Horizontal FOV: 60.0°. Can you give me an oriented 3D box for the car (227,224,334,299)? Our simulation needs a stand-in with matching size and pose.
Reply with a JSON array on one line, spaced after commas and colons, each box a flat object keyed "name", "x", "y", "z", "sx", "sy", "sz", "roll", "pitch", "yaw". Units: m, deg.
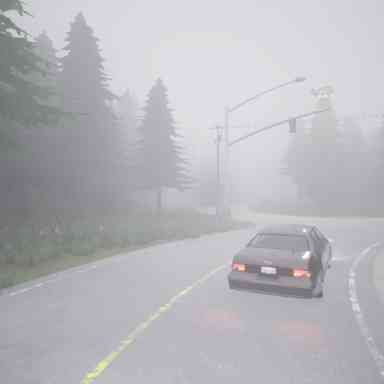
[{"name": "car", "x": 2.536, "y": 1.547, "z": 8.645, "sx": 2.033, "sy": 1.411, "sz": 5.357, "roll": 0, "pitch": 0, "yaw": 25}]

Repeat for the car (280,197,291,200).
[{"name": "car", "x": 18.145, "y": 1.590, "z": 64.013, "sx": 1.994, "sy": 1.385, "sz": 4.181, "roll": 0, "pitch": 0, "yaw": 44}]

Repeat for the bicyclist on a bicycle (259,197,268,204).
[{"name": "bicyclist on a bicycle", "x": 8.680, "y": 1.480, "z": 40.159, "sx": 1.656, "sy": 1.620, "sz": 0.582, "roll": 0, "pitch": 0, "yaw": -1}]
